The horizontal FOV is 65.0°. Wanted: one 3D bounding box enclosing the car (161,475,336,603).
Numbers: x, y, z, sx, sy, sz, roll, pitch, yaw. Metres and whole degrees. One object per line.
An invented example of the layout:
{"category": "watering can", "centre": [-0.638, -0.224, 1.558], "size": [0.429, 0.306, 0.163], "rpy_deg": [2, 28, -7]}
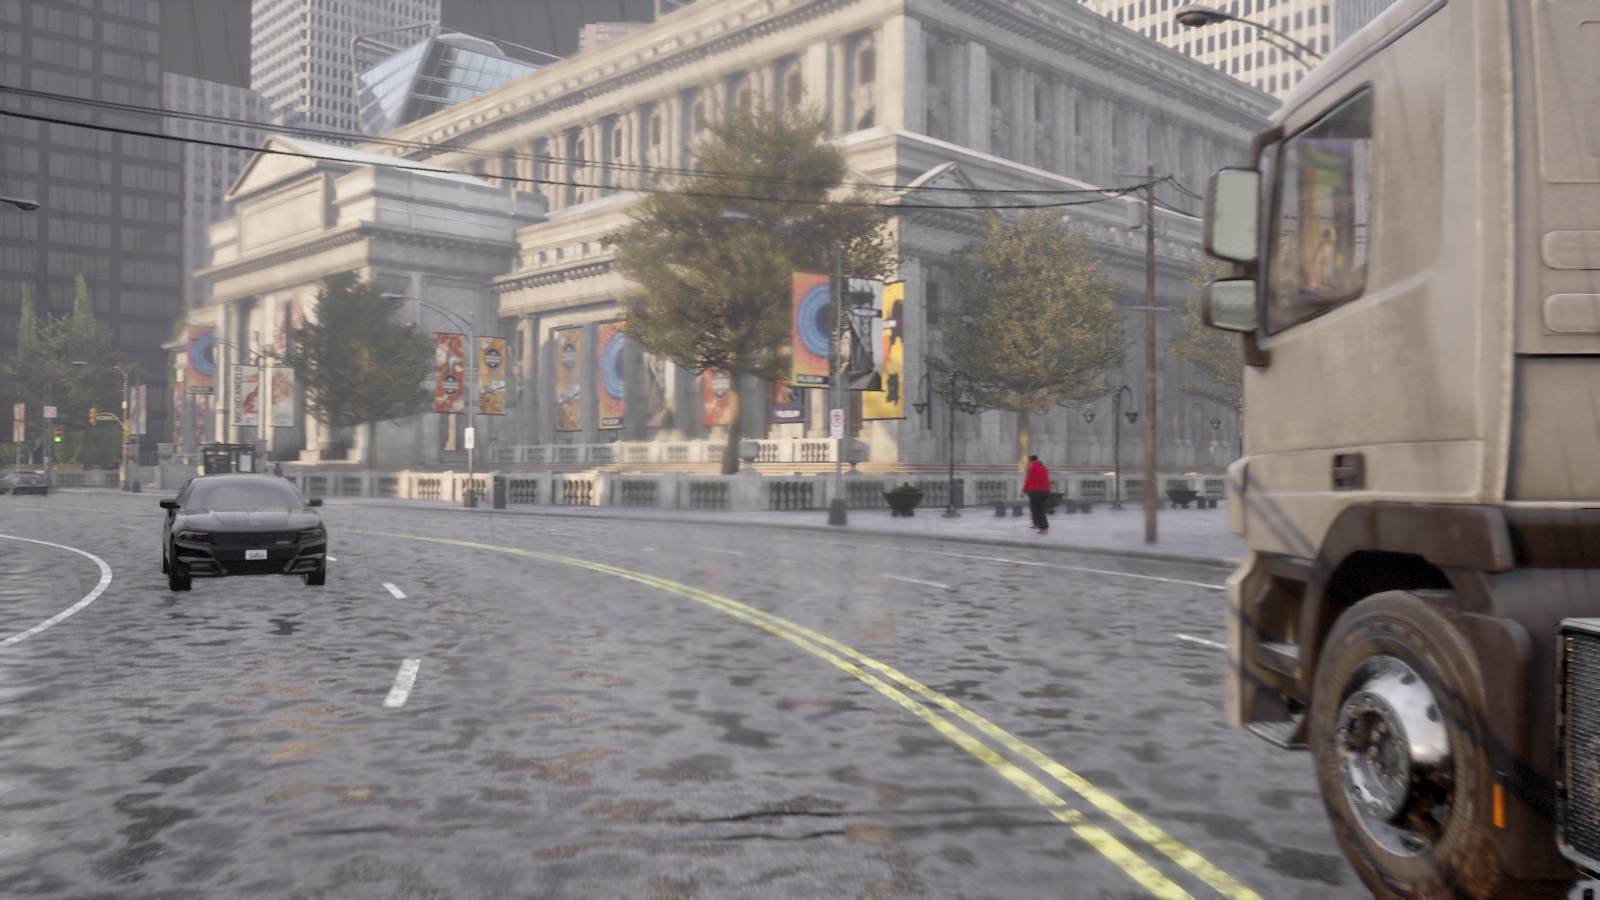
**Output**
{"category": "car", "centre": [-7.991, 1.136, 17.927], "size": [1.882, 1.535, 5.008], "rpy_deg": [0, -1, -28]}

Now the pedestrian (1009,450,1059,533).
{"category": "pedestrian", "centre": [5.306, 0.922, 28.486], "size": [0.634, 1.844, 0.899], "rpy_deg": [0, -1, -37]}

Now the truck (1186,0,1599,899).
{"category": "truck", "centre": [3.465, -0.147, 2.314], "size": [2.891, 3.462, 7.936], "rpy_deg": [0, -1, -1]}

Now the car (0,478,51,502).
{"category": "car", "centre": [-47.739, 2.404, 76.856], "size": [2.033, 1.411, 5.357], "rpy_deg": [1, -1, -44]}
